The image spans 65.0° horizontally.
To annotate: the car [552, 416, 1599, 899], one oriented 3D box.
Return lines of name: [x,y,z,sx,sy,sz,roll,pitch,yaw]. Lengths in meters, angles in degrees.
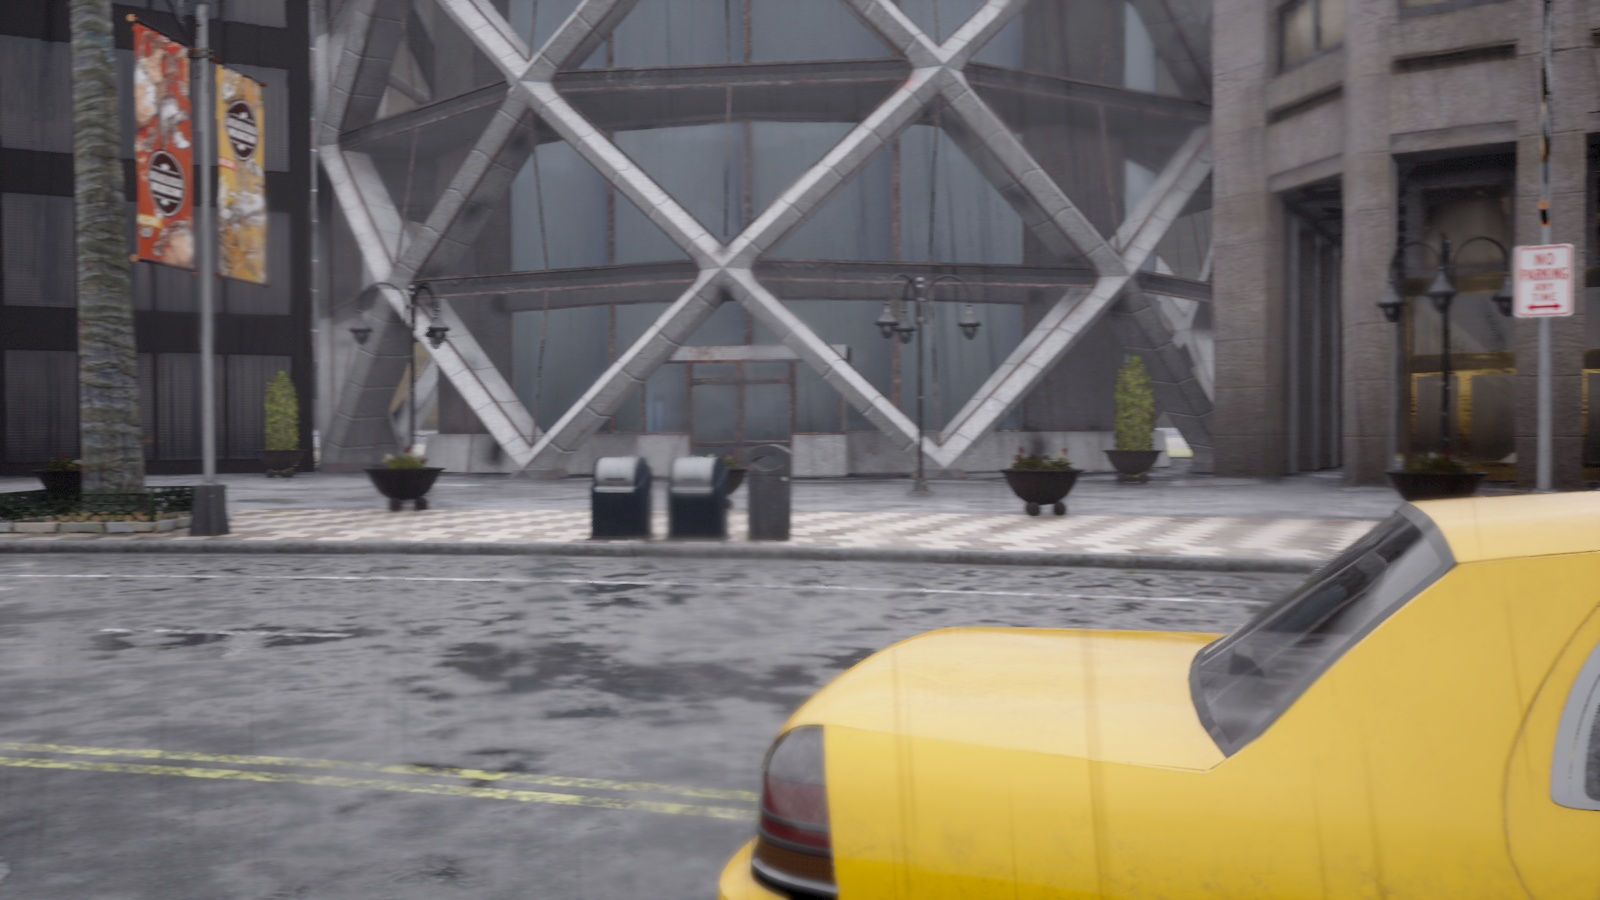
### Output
car: [2.334,0.731,2.386,5.366,1.575,1.801,1,1,21]
